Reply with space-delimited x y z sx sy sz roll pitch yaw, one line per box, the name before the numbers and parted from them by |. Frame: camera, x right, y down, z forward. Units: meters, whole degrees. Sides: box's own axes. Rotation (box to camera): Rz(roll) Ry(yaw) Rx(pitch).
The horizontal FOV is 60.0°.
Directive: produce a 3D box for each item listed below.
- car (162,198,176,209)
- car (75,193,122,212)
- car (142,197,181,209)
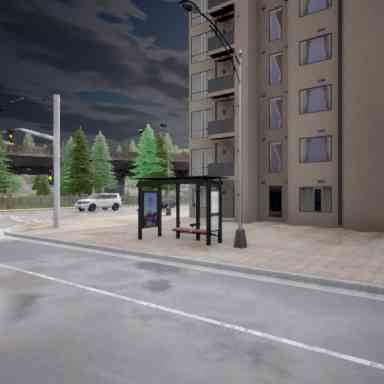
car | -3.714 1.508 41.473 1.994 1.385 4.181 0 0 39
car | -10.685 1.166 38.467 2.150 2.045 5.566 0 0 37
car | -4.179 1.492 46.430 2.033 1.411 5.357 0 0 44
